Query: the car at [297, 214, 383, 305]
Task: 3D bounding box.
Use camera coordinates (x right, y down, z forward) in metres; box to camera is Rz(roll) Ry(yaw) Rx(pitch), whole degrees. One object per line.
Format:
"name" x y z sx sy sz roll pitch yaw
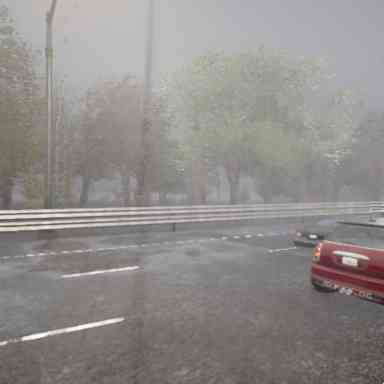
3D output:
"car" 4.814 1.347 7.446 4.553 1.767 2.097 0 0 -31

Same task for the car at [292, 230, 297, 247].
"car" 6.148 1.529 12.360 5.357 1.411 2.033 0 0 -31
